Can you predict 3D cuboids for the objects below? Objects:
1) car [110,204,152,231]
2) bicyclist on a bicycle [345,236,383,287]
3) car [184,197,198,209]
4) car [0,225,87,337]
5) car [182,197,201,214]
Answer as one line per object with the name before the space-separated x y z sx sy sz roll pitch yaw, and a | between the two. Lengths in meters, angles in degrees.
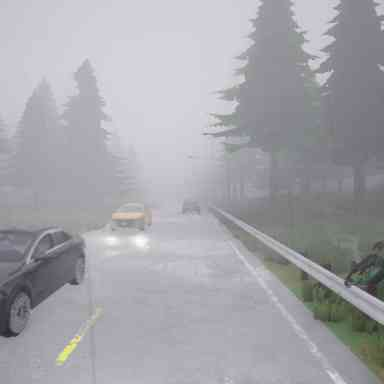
car | -3.661 1.478 20.584 1.882 1.535 5.008 0 0 0
bicyclist on a bicycle | 3.218 1.247 5.648 0.582 1.620 1.656 48 -7 43
car | -0.122 1.505 47.178 1.837 1.490 4.892 0 0 0
car | -3.616 1.492 6.721 2.128 1.511 4.902 0 0 0
car | -0.059 1.492 35.500 2.128 1.511 4.902 0 0 0
